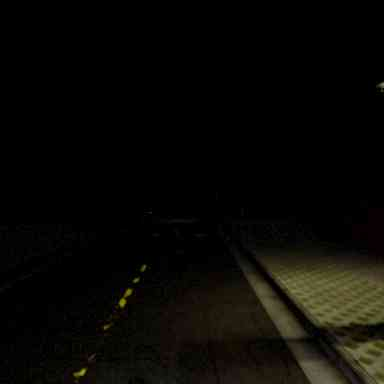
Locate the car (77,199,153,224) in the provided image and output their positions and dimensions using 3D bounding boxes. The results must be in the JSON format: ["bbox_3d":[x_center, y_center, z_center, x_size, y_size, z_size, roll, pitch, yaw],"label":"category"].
[{"bbox_3d":[-5.099,1.262,22.446,5.008,1.535,1.882,1,0,-20],"label":"car"}]
